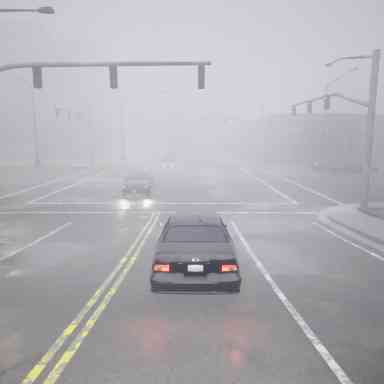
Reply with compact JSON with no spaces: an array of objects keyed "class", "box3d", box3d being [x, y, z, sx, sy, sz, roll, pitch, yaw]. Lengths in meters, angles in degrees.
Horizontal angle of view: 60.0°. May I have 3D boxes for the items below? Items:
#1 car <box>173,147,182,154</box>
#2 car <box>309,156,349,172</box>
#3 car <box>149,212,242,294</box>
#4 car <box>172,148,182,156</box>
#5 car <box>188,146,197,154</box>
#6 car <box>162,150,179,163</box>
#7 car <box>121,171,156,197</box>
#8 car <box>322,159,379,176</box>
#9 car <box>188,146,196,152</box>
[{"class":"car","box3d":[-3.472,-10.061,80.655,2.033,1.411,5.357,0,9,0]},{"class":"car","box3d":[15.566,-3.199,37.352,4.553,1.767,2.097,0,9,0]},{"class":"car","box3d":[0.077,1.216,8.422,2.033,1.411,5.357,0,4,0]},{"class":"car","box3d":[-3.476,-8.120,68.520,1.837,1.490,4.892,0,9,0]},{"class":"car","box3d":[0.028,-10.330,81.110,2.097,1.767,4.553,0,9,0]},{"class":"car","box3d":[-3.578,-5.349,51.770,2.033,1.411,5.357,0,9,0]},{"class":"car","box3d":[-3.592,-0.674,22.939,1.812,1.442,4.674,0,9,0]},{"class":"car","box3d":[16.260,-2.391,33.938,4.718,1.301,1.895,0,9,-1]},{"class":"car","box3d":[0.032,-11.817,91.168,1.994,1.385,4.181,0,9,0]}]
